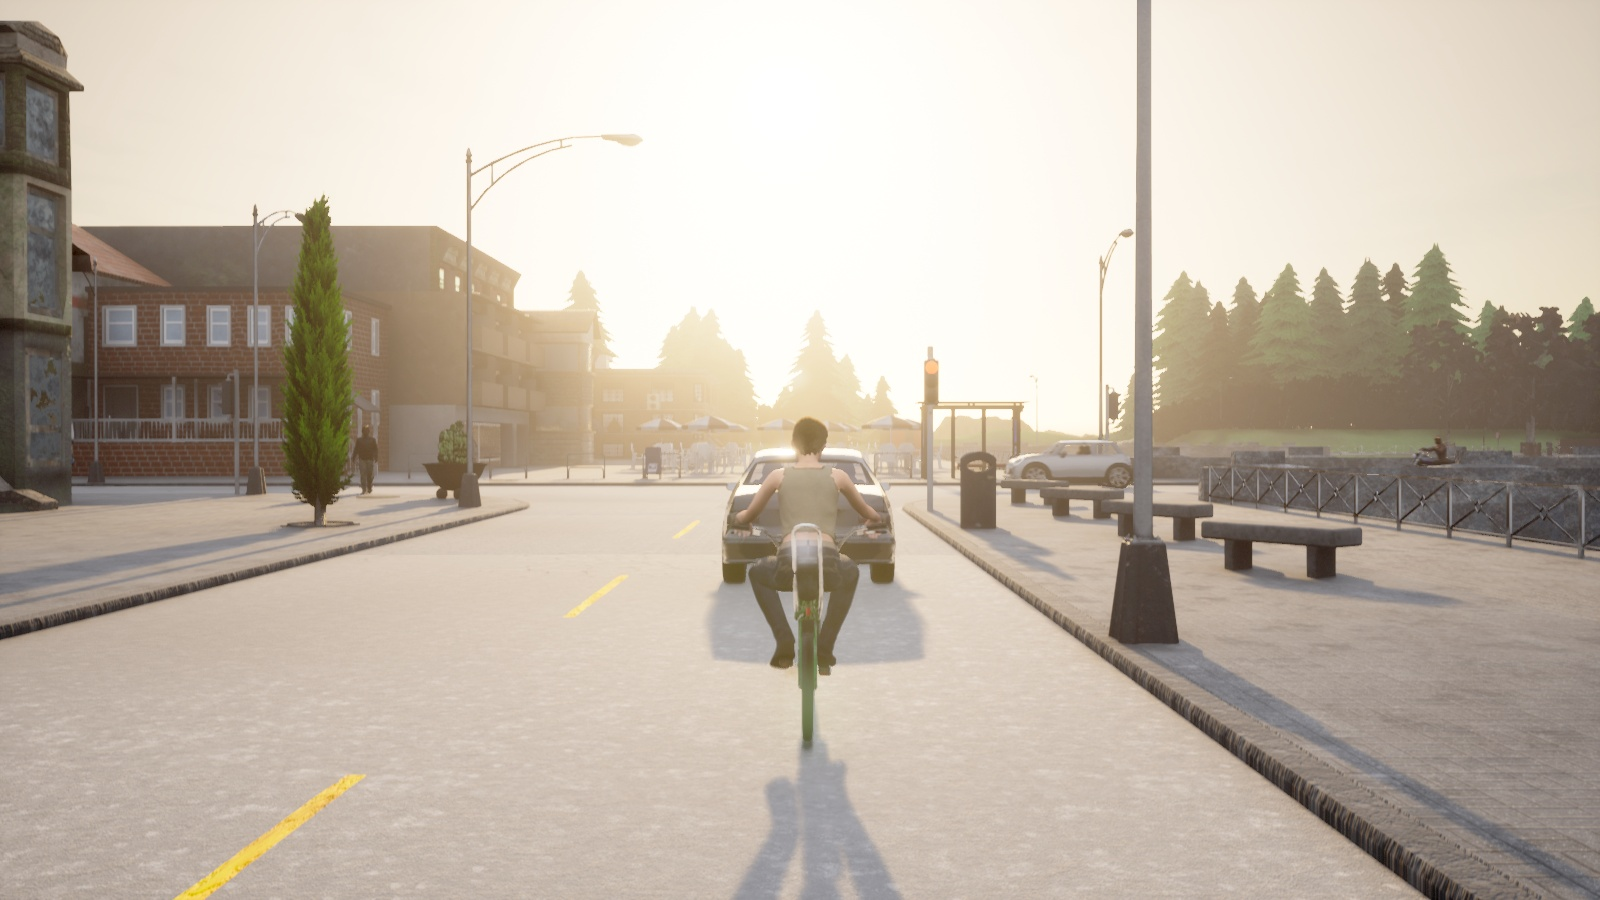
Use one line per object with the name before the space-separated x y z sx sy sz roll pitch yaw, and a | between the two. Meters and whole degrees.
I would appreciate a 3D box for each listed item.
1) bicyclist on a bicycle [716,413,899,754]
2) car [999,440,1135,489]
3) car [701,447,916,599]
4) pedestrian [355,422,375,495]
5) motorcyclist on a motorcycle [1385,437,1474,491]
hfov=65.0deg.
bicyclist on a bicycle | 0.045 0.633 6.691 0.866 1.612 1.509 0 0 1
car | 8.190 0.427 38.802 3.806 1.475 1.970 0 0 0
car | 0.095 0.685 14.537 2.033 1.411 5.357 0 0 0
pedestrian | -11.129 0.204 32.157 0.431 1.840 0.703 0 0 -15
motorcyclist on a motorcycle | 19.399 0.421 38.744 2.350 1.649 0.766 0 0 0
